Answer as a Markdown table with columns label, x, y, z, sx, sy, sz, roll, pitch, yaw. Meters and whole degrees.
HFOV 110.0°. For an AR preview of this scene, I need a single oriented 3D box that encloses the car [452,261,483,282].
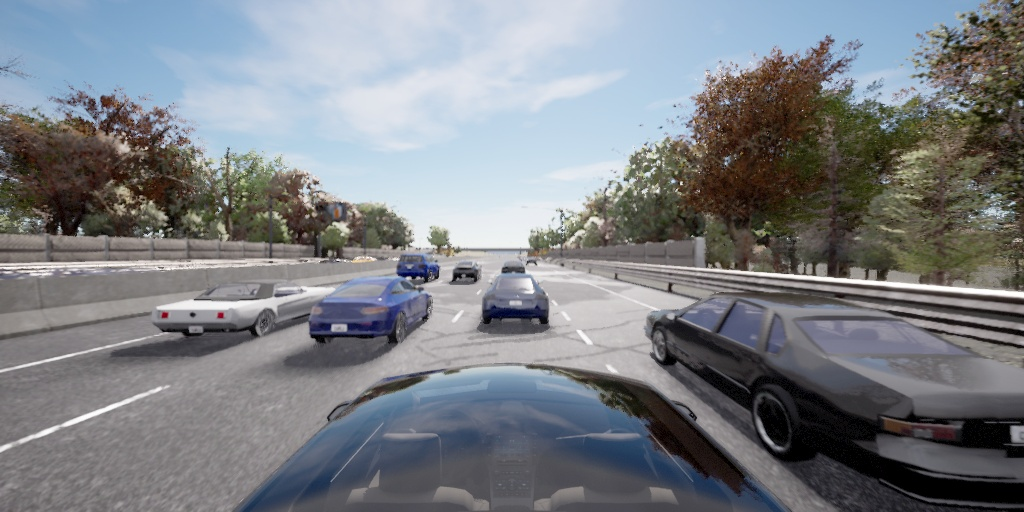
| label | x | y | z | sx | sy | sz | roll | pitch | yaw |
| --- | --- | --- | --- | --- | --- | --- | --- | --- | --- |
| car | -3.397 | 1.131 | 27.702 | 1.837 | 1.490 | 4.892 | 0 | 0 | 0 |

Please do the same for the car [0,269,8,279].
| label | x | y | z | sx | sy | sz | roll | pitch | yaw |
| --- | --- | --- | --- | --- | --- | --- | --- | --- | --- |
| car | -21.098 | 1.222 | 17.008 | 2.033 | 1.411 | 5.357 | 0 | 0 | 0 |

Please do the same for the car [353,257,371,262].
| label | x | y | z | sx | sy | sz | roll | pitch | yaw |
| --- | --- | --- | --- | --- | --- | --- | --- | --- | --- |
| car | -24.524 | 0.968 | 59.054 | 1.882 | 1.535 | 5.008 | 0 | 0 | 1 |

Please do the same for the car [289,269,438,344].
| label | x | y | z | sx | sy | sz | roll | pitch | yaw |
| --- | --- | --- | --- | --- | --- | --- | --- | --- | --- |
| car | -3.398 | 1.237 | 9.352 | 1.812 | 1.442 | 4.674 | 0 | 0 | 0 |

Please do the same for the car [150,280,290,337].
| label | x | y | z | sx | sy | sz | roll | pitch | yaw |
| --- | --- | --- | --- | --- | --- | --- | --- | --- | --- |
| car | -6.899 | 1.309 | 10.055 | 1.895 | 1.301 | 4.718 | 0 | 0 | 0 |

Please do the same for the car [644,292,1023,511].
| label | x | y | z | sx | sy | sz | roll | pitch | yaw |
| --- | --- | --- | --- | --- | --- | --- | --- | --- | --- |
| car | 3.526 | 1.211 | 4.875 | 2.033 | 1.411 | 5.357 | 0 | 0 | 2 |

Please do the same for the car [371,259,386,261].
| label | x | y | z | sx | sy | sz | roll | pitch | yaw |
| --- | --- | --- | --- | --- | --- | --- | --- | --- | --- |
| car | -21.024 | 1.092 | 59.113 | 1.895 | 1.301 | 4.718 | 0 | 0 | 1 |

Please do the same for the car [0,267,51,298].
| label | x | y | z | sx | sy | sz | roll | pitch | yaw |
| --- | --- | --- | --- | --- | --- | --- | --- | --- | --- |
| car | -24.596 | 1.242 | 16.267 | 1.994 | 1.385 | 4.181 | 0 | 0 | 0 |

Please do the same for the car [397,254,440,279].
| label | x | y | z | sx | sy | sz | roll | pitch | yaw |
| --- | --- | --- | --- | --- | --- | --- | --- | --- | --- |
| car | -6.898 | 0.852 | 26.842 | 2.150 | 2.045 | 5.566 | 0 | 0 | 0 |

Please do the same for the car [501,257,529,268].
| label | x | y | z | sx | sy | sz | roll | pitch | yaw |
| --- | --- | --- | --- | --- | --- | --- | --- | --- | --- |
| car | 0.105 | 1.097 | 29.243 | 1.882 | 1.535 | 5.008 | 0 | 0 | 0 |

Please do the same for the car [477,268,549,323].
| label | x | y | z | sx | sy | sz | roll | pitch | yaw |
| --- | --- | --- | --- | --- | --- | --- | --- | --- | --- |
| car | 0.102 | 1.263 | 11.932 | 1.994 | 1.385 | 4.181 | 0 | 0 | 0 |

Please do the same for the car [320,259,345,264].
| label | x | y | z | sx | sy | sz | roll | pitch | yaw |
| --- | --- | --- | --- | --- | --- | --- | --- | --- | --- |
| car | -28.024 | 1.103 | 56.145 | 1.895 | 1.301 | 4.718 | 0 | 0 | 1 |

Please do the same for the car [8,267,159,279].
| label | x | y | z | sx | sy | sz | roll | pitch | yaw |
| --- | --- | --- | --- | --- | --- | --- | --- | --- | --- |
| car | -17.598 | 1.227 | 15.985 | 2.033 | 1.411 | 5.357 | 0 | 0 | 0 |
